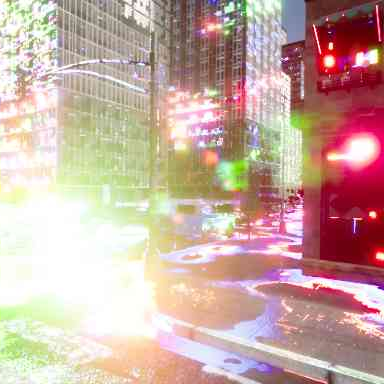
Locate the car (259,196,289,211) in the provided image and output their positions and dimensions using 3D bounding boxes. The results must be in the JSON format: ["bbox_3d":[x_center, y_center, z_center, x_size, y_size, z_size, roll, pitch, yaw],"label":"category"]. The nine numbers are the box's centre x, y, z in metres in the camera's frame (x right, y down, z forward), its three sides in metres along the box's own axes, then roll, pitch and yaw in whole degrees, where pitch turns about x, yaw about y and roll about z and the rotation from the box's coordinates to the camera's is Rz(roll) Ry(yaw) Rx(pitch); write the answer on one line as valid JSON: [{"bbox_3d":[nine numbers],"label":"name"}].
[{"bbox_3d":[9.303,1.377,39.135,1.882,1.535,5.008,1,1,35],"label":"car"}]

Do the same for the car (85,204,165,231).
[{"bbox_3d":[-3.867,1.540,20.522,1.895,1.301,4.718,1,1,35],"label":"car"}]

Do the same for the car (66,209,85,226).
[{"bbox_3d":[-6.084,1.467,21.871,1.947,1.339,4.313,1,1,35],"label":"car"}]

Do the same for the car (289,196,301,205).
[{"bbox_3d":[16.161,1.364,53.365,1.752,1.417,4.829,1,1,35],"label":"car"}]

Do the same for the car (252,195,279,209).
[{"bbox_3d":[9.875,1.293,44.465,1.967,1.590,4.097,1,1,35],"label":"car"}]

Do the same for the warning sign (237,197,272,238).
[{"bbox_3d":[3.048,1.177,16.147,1.300,1.860,1.060,1,1,35],"label":"warning sign"}]

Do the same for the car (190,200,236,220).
[{"bbox_3d":[1.900,1.447,28.684,1.812,1.442,4.674,1,1,35],"label":"car"}]

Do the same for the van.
[{"bbox_3d":[0.764,1.368,17.034,1.690,1.788,3.998,1,1,35],"label":"van"}]
